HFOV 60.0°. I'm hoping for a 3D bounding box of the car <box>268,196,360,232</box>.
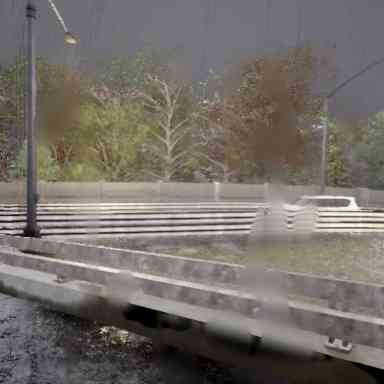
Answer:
[{"bbox_3d":[7.178,1.220,19.797,5.566,2.045,2.150,2,0,-12],"label":"car"}]
